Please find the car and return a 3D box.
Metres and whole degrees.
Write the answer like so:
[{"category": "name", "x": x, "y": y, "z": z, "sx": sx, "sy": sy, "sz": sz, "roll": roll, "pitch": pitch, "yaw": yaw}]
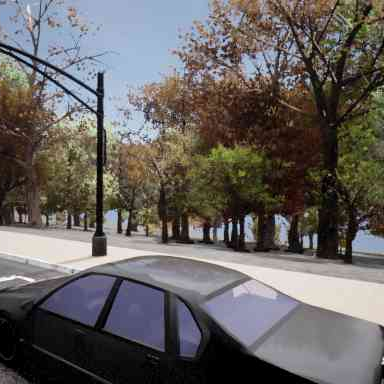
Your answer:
[{"category": "car", "x": -0.558, "y": 1.547, "z": 4.076, "sx": 5.357, "sy": 1.411, "sz": 2.033, "roll": 0, "pitch": 0, "yaw": 35}]
